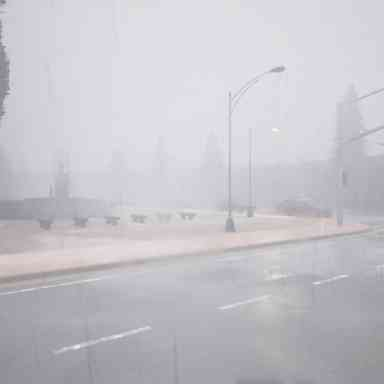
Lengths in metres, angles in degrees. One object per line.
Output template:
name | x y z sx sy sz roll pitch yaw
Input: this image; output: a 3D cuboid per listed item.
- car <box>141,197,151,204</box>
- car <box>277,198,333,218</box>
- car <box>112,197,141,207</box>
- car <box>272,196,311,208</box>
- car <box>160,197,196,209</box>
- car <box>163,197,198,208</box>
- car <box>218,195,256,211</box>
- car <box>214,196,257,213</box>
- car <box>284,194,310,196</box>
car | -10.077 1.601 61.736 4.718 1.301 1.895 0 0 20
car | 10.496 1.526 30.430 1.812 1.442 4.674 0 0 -35
car | -10.641 1.601 50.517 4.718 1.301 1.895 0 0 25
car | 11.261 1.505 35.295 1.837 1.490 4.892 0 0 -37
car | -2.121 1.505 45.187 4.892 1.490 1.837 0 0 38
car | -1.769 1.478 49.281 5.008 1.535 1.882 0 0 35
car | 5.660 1.352 42.449 2.097 1.767 4.553 0 0 -42
car | 4.862 1.547 38.142 2.033 1.411 5.357 0 0 -38
car | 13.372 1.221 44.577 2.150 2.045 5.566 0 0 -38
